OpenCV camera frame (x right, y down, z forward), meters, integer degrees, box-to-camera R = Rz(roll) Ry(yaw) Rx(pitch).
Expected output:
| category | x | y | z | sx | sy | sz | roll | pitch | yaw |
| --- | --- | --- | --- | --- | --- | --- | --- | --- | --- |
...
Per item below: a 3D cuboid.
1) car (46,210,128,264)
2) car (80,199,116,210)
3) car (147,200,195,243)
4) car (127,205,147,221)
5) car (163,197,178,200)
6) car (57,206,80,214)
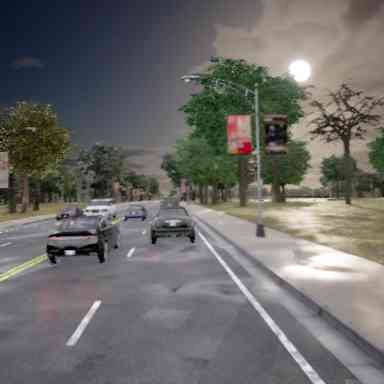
| category | x | y | z | sx | sy | sz | roll | pitch | yaw |
| --- | --- | --- | --- | --- | --- | --- | --- | --- | --- |
| car | -3.929 | 1.677 | 12.678 | 2.128 | 1.511 | 4.902 | -1 | 0 | -4 |
| car | -8.749 | 1.697 | 32.166 | 2.150 | 2.045 | 5.566 | -1 | -1 | -4 |
| car | -1.015 | 1.506 | 17.359 | 2.097 | 1.767 | 4.553 | -1 | -1 | -4 |
| car | -5.228 | 1.930 | 31.331 | 2.033 | 1.411 | 5.357 | -1 | -1 | -4 |
| car | -2.463 | 1.607 | 38.231 | 2.150 | 2.045 | 5.566 | -1 | -1 | -4 |
| car | -12.068 | 2.130 | 33.244 | 1.994 | 1.385 | 4.181 | -1 | -1 | -4 |
